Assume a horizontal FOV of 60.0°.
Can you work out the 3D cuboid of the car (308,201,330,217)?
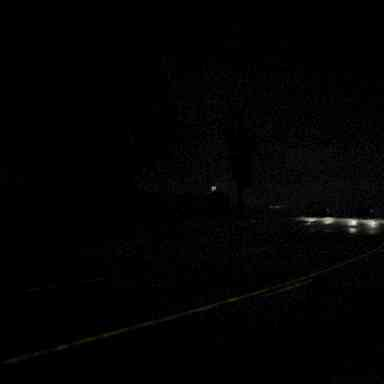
[{"bbox_3d":[12.920,1.699,33.973,1.882,1.535,5.008,-1,-1,16],"label":"car"}]

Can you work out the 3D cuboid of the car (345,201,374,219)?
[{"bbox_3d":[15.753,1.638,31.437,1.882,1.535,5.008,-1,-1,18],"label":"car"}]
